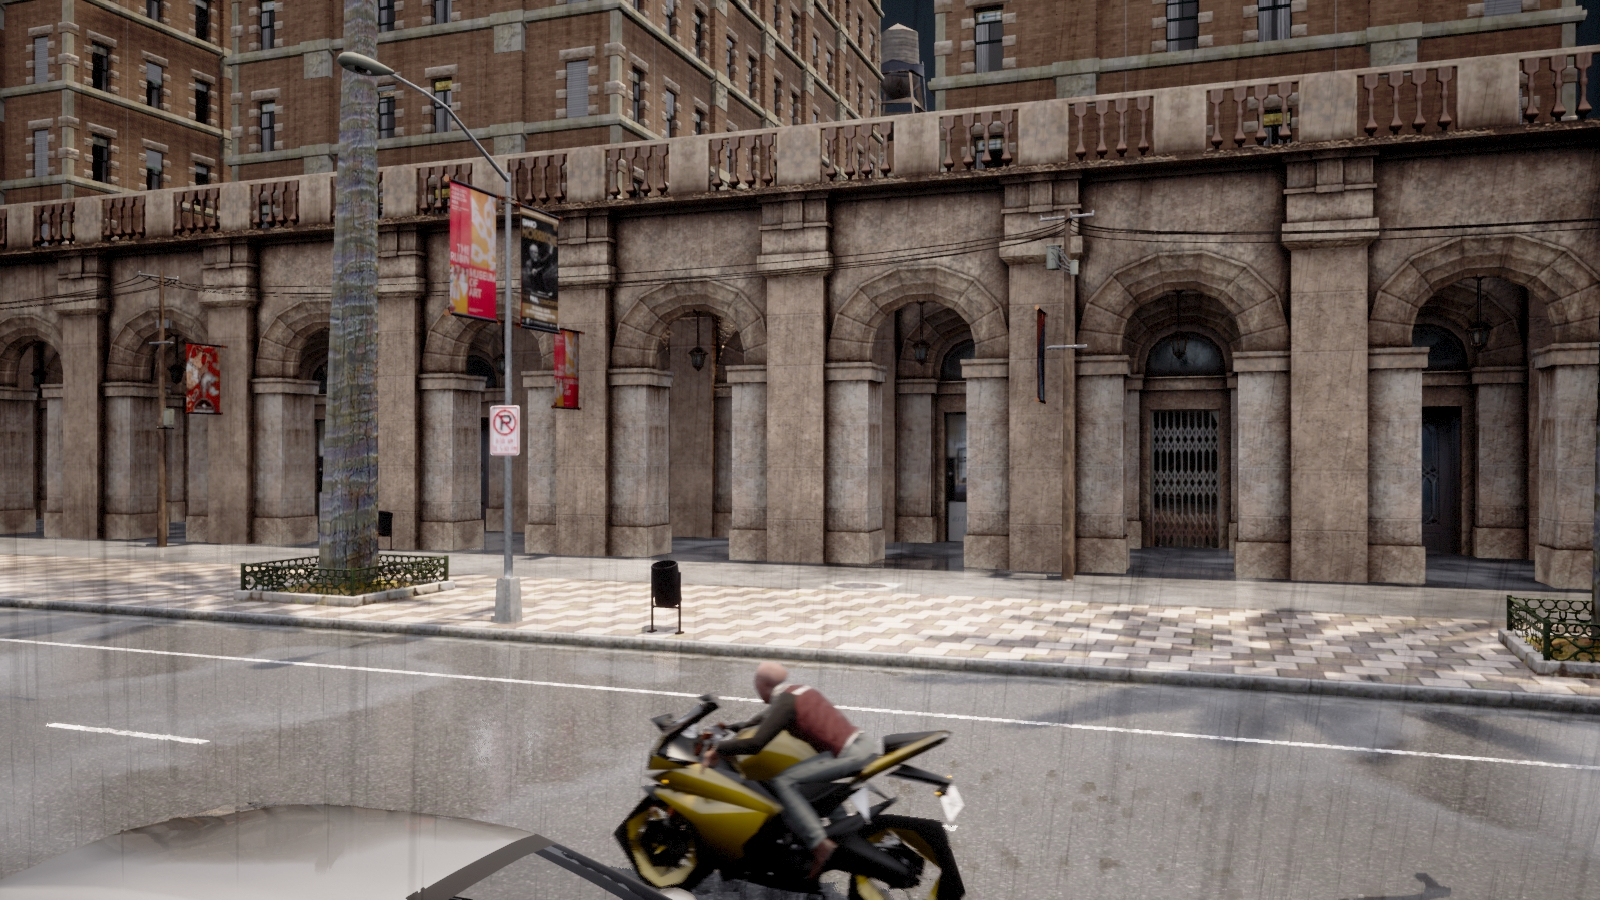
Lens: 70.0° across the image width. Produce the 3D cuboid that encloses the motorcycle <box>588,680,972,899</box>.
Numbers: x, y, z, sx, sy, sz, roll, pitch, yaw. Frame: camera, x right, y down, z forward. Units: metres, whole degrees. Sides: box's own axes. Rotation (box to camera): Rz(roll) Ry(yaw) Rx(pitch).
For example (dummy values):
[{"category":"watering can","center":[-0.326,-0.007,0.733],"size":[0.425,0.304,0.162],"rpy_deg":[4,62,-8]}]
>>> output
[{"category":"motorcycle","center":[-0.117,2.206,7.068],"size":[2.209,1.251,0.867],"rpy_deg":[0,0,20]}]

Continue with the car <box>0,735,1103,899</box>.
[{"category":"car","center":[-1.248,2.067,3.754],"size":[4.193,1.474,1.816],"rpy_deg":[0,0,20]}]
